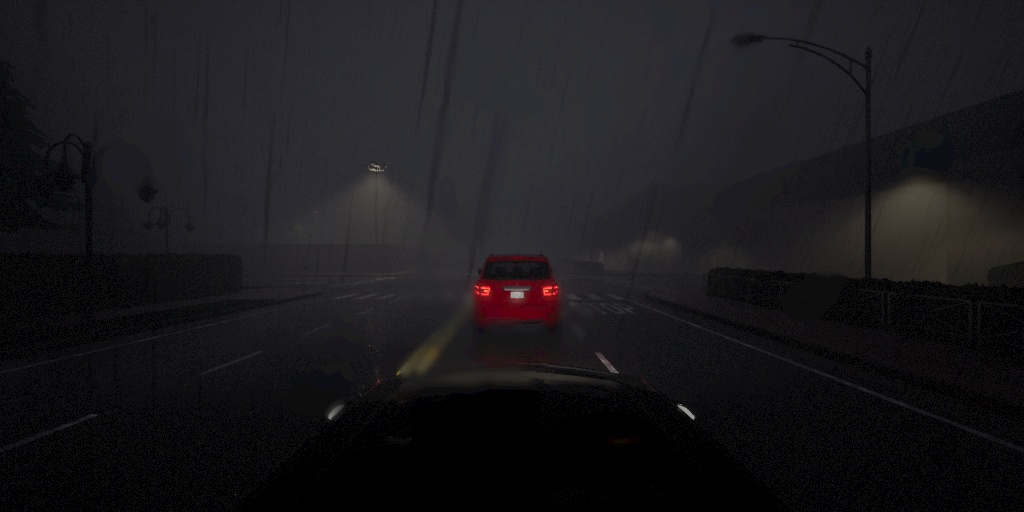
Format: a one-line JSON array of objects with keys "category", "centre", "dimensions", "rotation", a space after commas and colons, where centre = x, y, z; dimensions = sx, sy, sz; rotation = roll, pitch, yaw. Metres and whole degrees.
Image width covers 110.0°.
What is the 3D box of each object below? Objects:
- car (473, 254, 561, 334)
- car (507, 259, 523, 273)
[{"category": "car", "centre": [0.123, 0.971, 10.771], "dimensions": [2.150, 2.045, 5.566], "rotation": [0, 0, 0]}, {"category": "car", "centre": [0.362, 1.228, 45.623], "dimensions": [1.882, 1.535, 5.008], "rotation": [0, 0, 1]}]
